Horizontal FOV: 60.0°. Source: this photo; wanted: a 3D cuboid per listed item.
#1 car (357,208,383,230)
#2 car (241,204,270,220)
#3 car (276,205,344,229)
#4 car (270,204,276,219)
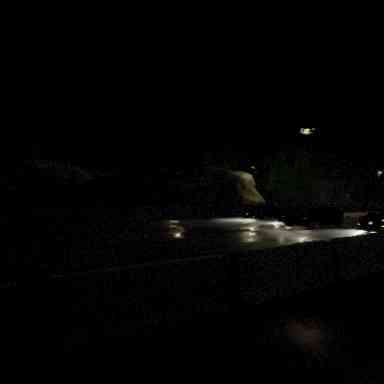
[{"bbox_3d":[12.542,1.747,21.462,4.181,1.385,1.994,1,-1,-35],"label":"car"},{"bbox_3d":[6.428,1.747,29.999,4.181,1.385,1.994,1,-1,-35],"label":"car"},{"bbox_3d":[8.387,1.629,22.819,5.008,1.535,1.882,1,-1,-35],"label":"car"},{"bbox_3d":[8.795,1.752,27.383,4.181,1.385,1.994,1,-1,-35],"label":"car"}]
